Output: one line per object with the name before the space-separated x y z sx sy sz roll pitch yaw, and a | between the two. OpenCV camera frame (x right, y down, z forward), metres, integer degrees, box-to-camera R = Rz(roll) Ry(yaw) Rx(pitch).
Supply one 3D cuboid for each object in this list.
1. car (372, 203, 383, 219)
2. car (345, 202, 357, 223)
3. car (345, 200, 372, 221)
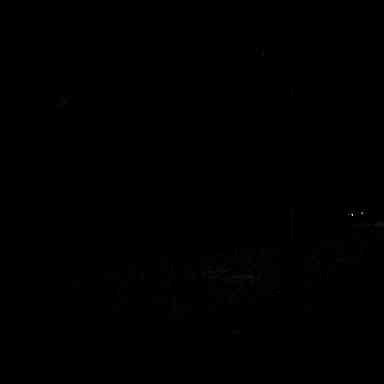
car | 15.844 1.581 29.012 1.947 1.339 4.313 0 0 -35
car | 9.307 1.540 24.354 1.947 1.339 4.313 0 0 -35
car | 10.845 1.209 26.575 2.150 2.045 5.566 0 0 -35
